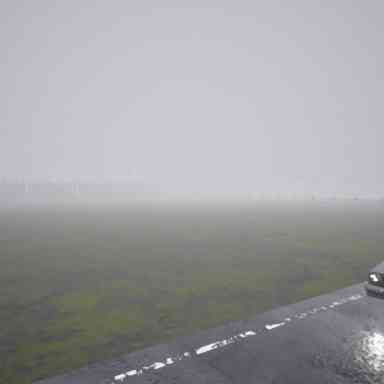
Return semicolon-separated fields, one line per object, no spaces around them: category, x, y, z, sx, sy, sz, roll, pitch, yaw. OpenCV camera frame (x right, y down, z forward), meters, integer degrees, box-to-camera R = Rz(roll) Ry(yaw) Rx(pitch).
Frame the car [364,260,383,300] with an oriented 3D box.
car;5.972;1.548;7.294;5.357;1.411;2.033;0;0;-35
